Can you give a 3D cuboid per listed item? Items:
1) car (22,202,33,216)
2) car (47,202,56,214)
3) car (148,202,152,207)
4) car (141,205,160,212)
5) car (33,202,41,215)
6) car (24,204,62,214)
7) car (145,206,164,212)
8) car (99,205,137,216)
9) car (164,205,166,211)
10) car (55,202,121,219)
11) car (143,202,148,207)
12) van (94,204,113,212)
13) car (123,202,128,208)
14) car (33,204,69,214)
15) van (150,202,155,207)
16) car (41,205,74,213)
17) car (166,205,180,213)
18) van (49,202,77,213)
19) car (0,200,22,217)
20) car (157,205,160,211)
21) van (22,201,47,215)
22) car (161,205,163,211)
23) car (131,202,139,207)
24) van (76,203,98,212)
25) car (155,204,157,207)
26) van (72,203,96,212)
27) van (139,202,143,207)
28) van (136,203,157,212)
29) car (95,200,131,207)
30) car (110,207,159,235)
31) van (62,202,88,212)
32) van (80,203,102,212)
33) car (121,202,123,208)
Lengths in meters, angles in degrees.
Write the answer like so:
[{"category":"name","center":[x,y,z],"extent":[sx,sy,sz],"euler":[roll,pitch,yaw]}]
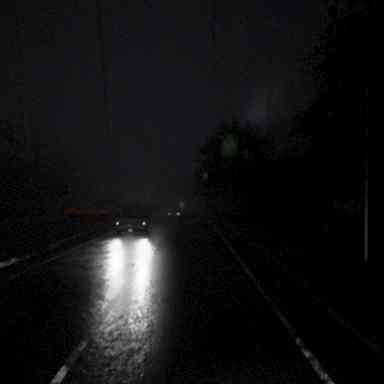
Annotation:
[{"category":"car","center":[-23.214,2.284,41.341],"extent":[5.366,1.575,1.946],"euler":[0,-2,0]},{"category":"car","center":[-23.361,2.495,49.647],"extent":[4.553,1.767,2.185],"euler":[0,-2,0]},{"category":"car","center":[-10.274,3.089,60.527],"extent":[4.792,1.488,2.163],"euler":[0,-2,0]},{"category":"car","center":[-10.255,4.022,82.699],"extent":[4.553,1.767,2.185],"euler":[0,-3,0]},{"category":"car","center":[-23.391,2.398,44.106],"extent":[4.892,1.521,2.231],"euler":[0,-2,0]},{"category":"car","center":[-23.385,2.726,52.285],"extent":[5.008,1.535,2.097],"euler":[0,-2,0]},{"category":"car","center":[-10.273,4.618,91.007],"extent":[4.892,1.521,2.231],"euler":[0,-3,0]},{"category":"car","center":[-10.345,2.530,46.659],"extent":[4.792,1.488,2.163],"euler":[0,-2,0]},{"category":"car","center":[-10.096,4.457,88.235],"extent":[5.366,1.575,1.946],"euler":[0,-3,0]},{"category":"car","center":[-10.141,1.987,32.803],"extent":[5.366,1.575,1.946],"euler":[0,-2,0]},{"category":"car","center":[-10.314,2.836,54.981],"extent":[5.008,1.535,2.097],"euler":[0,-2,0]},{"category":"van","center":[-23.478,4.235,88.248],"extent":[4.442,1.987,1.878],"euler":[0,-3,0]},{"category":"car","center":[-10.328,2.174,38.341],"extent":[5.008,1.535,2.097],"euler":[0,-2,0]},{"category":"car","center":[-23.383,2.843,55.178],"extent":[5.008,1.535,2.097],"euler":[0,-2,0]},{"category":"van","center":[-10.183,3.058,66.086],"extent":[4.442,1.987,1.878],"euler":[0,-2,0]},{"category":"car","center":[-23.380,2.956,57.946],"extent":[4.892,1.521,2.231],"euler":[0,-2,0]},{"category":"car","center":[-3.267,3.107,61.508],"extent":[1.882,1.535,5.008],"euler":[0,-3,1]},{"category":"van","center":[-23.501,2.841,60.723],"extent":[4.442,1.987,1.878],"euler":[0,-2,0]},{"category":"car","center":[-23.429,1.930,38.583],"extent":[5.566,2.045,2.435],"euler":[0,-2,0]},{"category":"car","center":[-10.324,3.270,71.619],"extent":[5.566,2.045,2.435],"euler":[0,-3,0]},{"category":"van","center":[-23.512,2.283,46.883],"extent":[4.442,1.987,1.878],"euler":[0,-2,0]},{"category":"car","center":[-10.283,3.991,79.920],"extent":[5.008,1.535,2.097],"euler":[0,-3,0]},{"category":"car","center":[-10.289,2.137,43.896],"extent":[5.566,2.045,2.435],"euler":[0,-2,0]},{"category":"van","center":[-23.489,3.461,74.544],"extent":[4.442,1.987,1.878],"euler":[0,-3,0]},{"category":"car","center":[-10.327,3.425,68.856],"extent":[4.792,1.488,2.163],"euler":[0,-3,0]},{"category":"van","center":[-23.258,3.297,71.645],"extent":[4.442,1.987,1.878],"euler":[0,-3,0]},{"category":"van","center":[-10.427,2.498,52.216],"extent":[4.442,1.987,1.878],"euler":[0,-2,0]},{"category":"van","center":[-10.176,3.452,74.389],"extent":[4.442,1.987,1.878],"euler":[0,-3,0]},{"category":"car","center":[-10.351,2.154,41.121],"extent":[4.553,1.767,2.185],"euler":[0,-2,0]},{"category":"car","center":[-3.344,1.830,20.320],"extent":[1.895,1.301,4.718],"euler":[0,-1,0]},{"category":"van","center":[-23.262,3.064,66.258],"extent":[4.442,1.987,1.878],"euler":[0,-2,0]},{"category":"van","center":[-23.487,3.610,77.184],"extent":[4.442,1.987,1.878],"euler":[0,-3,0]},{"category":"car","center":[-10.330,2.079,35.571],"extent":[4.892,1.521,2.231],"euler":[0,-2,0]}]
